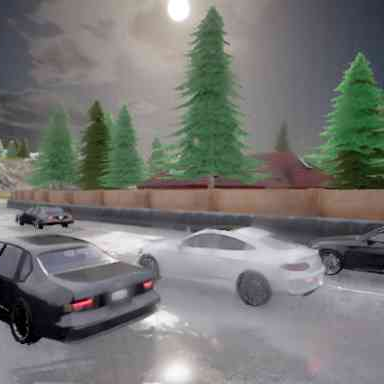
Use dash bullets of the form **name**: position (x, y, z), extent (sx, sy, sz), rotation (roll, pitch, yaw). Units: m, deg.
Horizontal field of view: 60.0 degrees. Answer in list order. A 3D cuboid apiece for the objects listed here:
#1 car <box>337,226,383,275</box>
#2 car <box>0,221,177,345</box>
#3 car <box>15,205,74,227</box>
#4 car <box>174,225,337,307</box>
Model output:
- **car**: position (5.473, 1.551, 8.768), extent (4.674, 1.442, 1.812), rotation (0, 0, 36)
- **car**: position (-3.035, 1.548, 6.413), extent (5.357, 1.411, 2.033), rotation (0, 0, 38)
- **car**: position (-9.534, 1.549, 21.342), extent (5.357, 1.411, 2.033), rotation (0, 0, 44)
- **car**: position (0.707, 1.538, 7.977), extent (4.674, 1.442, 1.812), rotation (0, 0, 37)
